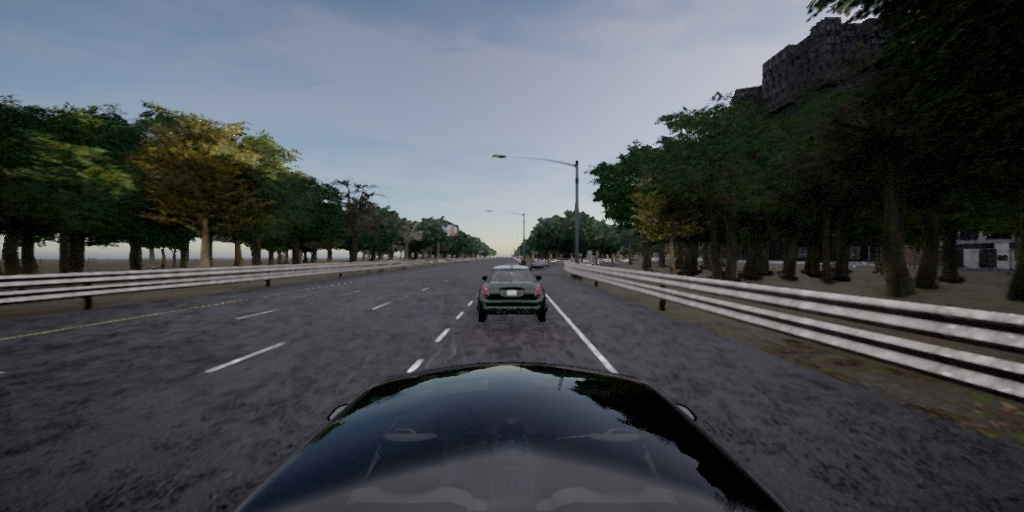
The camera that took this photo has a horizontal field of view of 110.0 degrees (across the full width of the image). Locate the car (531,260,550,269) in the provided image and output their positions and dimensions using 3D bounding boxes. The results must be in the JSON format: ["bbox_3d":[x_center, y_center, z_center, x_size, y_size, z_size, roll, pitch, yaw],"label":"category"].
[{"bbox_3d":[4.532,1.328,56.231,1.994,1.385,4.181,0,0,18],"label":"car"}]

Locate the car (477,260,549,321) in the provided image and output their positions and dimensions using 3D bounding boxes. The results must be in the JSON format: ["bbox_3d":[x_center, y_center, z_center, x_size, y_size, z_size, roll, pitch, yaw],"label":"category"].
[{"bbox_3d":[-0.002,1.105,12.666,2.097,1.767,4.553,0,0,0],"label":"car"}]
